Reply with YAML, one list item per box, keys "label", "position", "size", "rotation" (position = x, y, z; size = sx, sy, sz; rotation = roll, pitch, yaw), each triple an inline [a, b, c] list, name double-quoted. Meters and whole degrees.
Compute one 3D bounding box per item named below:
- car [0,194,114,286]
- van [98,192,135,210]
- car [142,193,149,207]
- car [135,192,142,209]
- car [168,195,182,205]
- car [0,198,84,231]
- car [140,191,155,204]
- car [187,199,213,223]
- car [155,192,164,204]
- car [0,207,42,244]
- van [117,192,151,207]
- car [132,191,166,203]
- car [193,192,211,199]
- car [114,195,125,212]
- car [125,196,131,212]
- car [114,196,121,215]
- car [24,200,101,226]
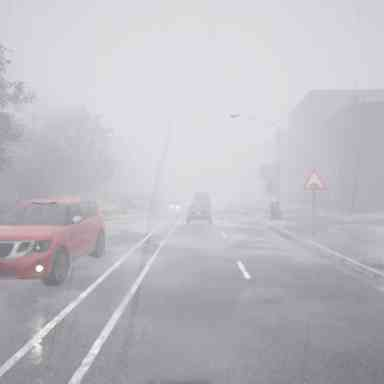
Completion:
- label: "car"
  position: [-4.156, 1.207, 9.713]
  size: [2.150, 2.045, 5.566]
  rotation: [0, 0, 1]
- label: "van"
  position: [-8.697, 1.131, 35.429]
  size: [4.442, 1.987, 1.878]
  rotation: [-1, 1, -18]
- label: "car"
  position: [-8.363, 1.310, 41.395]
  size: [5.008, 1.535, 2.097]
  rotation: [-1, 0, -18]
- label: "car"
  position: [-8.502, 1.208, 38.423]
  size: [4.553, 1.767, 2.185]
  rotation: [-1, 0, -18]
- label: "car"
  position: [-2.667, 1.209, 52.804]
  size: [2.128, 1.511, 4.902]
  rotation: [0, 1, 3]
- label: "car"
  position: [-9.107, 1.312, 20.650]
  size: [4.553, 1.767, 2.185]
  rotation: [-1, 0, -18]
- label: "car"
  position: [-8.270, 1.035, 44.336]
  size: [5.566, 2.045, 2.435]
  rotation: [-1, 1, -18]
- label: "car"
  position: [0.570, 1.477, 24.889]
  size: [2.033, 1.411, 5.357]
  rotation: [0, 0, 2]
- label: "car"
  position: [-7.721, 1.196, 53.293]
  size: [5.366, 1.575, 1.946]
  rotation: [-1, 0, -18]
- label: "car"
  position: [-9.290, 1.499, 14.702]
  size: [4.674, 1.452, 2.002]
  rotation: [-1, 0, -19]
- label: "van"
  position: [-8.232, 1.035, 47.263]
  size: [4.442, 1.987, 1.878]
  rotation: [-1, 1, -18]
- label: "car"
  position: [-7.681, 0.892, 59.119]
  size: [5.566, 2.045, 2.435]
  rotation: [-1, 1, -18]
- label: "car"
  position: [1.261, 1.028, 42.944]
  size: [2.150, 2.045, 5.566]
  rotation: [0, 1, 2]
- label: "car"
  position: [-9.000, 1.393, 29.494]
  size: [5.366, 1.575, 1.946]
  rotation: [-1, 1, -18]
- label: "car"
  position: [-8.731, 1.405, 32.501]
  size: [4.792, 1.488, 2.163]
  rotation: [-1, 1, -18]
- label: "car"
  position: [-8.761, 1.405, 26.641]
  size: [5.366, 1.575, 1.946]
  rotation: [-1, 0, -18]
- label: "car"
  position: [-9.048, 1.426, 23.613]
  size: [4.892, 1.521, 2.231]
  rotation: [-1, 0, -18]
